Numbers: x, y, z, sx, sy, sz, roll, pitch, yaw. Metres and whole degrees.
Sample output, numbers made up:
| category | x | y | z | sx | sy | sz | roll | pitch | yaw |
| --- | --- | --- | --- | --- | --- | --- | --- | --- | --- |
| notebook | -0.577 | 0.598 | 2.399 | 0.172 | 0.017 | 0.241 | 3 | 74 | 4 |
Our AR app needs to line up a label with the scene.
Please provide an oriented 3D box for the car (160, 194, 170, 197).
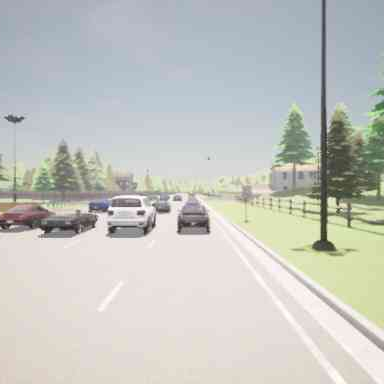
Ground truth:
| category | x | y | z | sx | sy | sz | roll | pitch | yaw |
| --- | --- | --- | --- | --- | --- | --- | --- | --- | --- |
| car | -7.009 | 1.577 | 80.058 | 2.128 | 1.511 | 4.902 | 0 | 0 | 0 |

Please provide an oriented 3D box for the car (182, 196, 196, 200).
| category | x | y | z | sx | sy | sz | roll | pitch | yaw |
| --- | --- | --- | --- | --- | --- | --- | --- | --- | --- |
| car | 0.082 | 1.554 | 37.860 | 1.812 | 1.442 | 4.674 | 0 | 0 | 0 |

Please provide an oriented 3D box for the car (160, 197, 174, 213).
| category | x | y | z | sx | sy | sz | roll | pitch | yaw |
| --- | --- | --- | --- | --- | --- | --- | --- | --- | --- |
| car | -3.404 | 1.592 | 37.384 | 1.994 | 1.385 | 4.181 | 0 | 0 | 0 |

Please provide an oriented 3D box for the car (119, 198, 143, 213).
| category | x | y | z | sx | sy | sz | roll | pitch | yaw |
| --- | --- | --- | --- | --- | --- | --- | --- | --- | --- |
| car | -6.903 | 1.507 | 38.359 | 1.882 | 1.535 | 5.008 | 0 | 0 | 0 |

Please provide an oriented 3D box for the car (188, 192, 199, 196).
| category | x | y | z | sx | sy | sz | roll | pitch | yaw |
| --- | --- | --- | --- | --- | --- | --- | --- | --- | --- |
| car | -0.010 | 1.409 | 80.445 | 2.097 | 1.767 | 4.553 | 0 | 0 | 0 |

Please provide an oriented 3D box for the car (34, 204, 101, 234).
| category | x | y | z | sx | sy | sz | roll | pitch | yaw |
| --- | --- | --- | --- | --- | --- | --- | --- | --- | --- |
| car | -6.901 | 1.615 | 19.178 | 1.895 | 1.301 | 4.718 | 0 | 0 | 0 |

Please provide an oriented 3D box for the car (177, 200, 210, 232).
| category | x | y | z | sx | sy | sz | roll | pitch | yaw |
| --- | --- | --- | --- | --- | --- | --- | --- | --- | --- |
| car | 0.098 | 1.507 | 20.331 | 2.128 | 1.511 | 4.902 | 0 | 0 | 0 |

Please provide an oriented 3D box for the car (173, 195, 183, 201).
| category | x | y | z | sx | sy | sz | roll | pitch | yaw |
| --- | --- | --- | --- | --- | --- | --- | --- | --- | --- |
| car | -3.510 | 1.409 | 80.445 | 2.097 | 1.767 | 4.553 | 0 | 0 | 0 |

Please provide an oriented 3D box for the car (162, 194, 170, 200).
| category | x | y | z | sx | sy | sz | roll | pitch | yaw |
| --- | --- | --- | --- | --- | --- | --- | --- | --- | --- |
| car | -7.011 | 1.401 | 90.478 | 1.837 | 1.490 | 4.892 | 0 | 0 | 0 |

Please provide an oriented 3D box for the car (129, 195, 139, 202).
| category | x | y | z | sx | sy | sz | roll | pitch | yaw |
| --- | --- | --- | --- | --- | --- | --- | --- | --- | --- |
| car | -14.010 | 1.577 | 80.474 | 1.812 | 1.442 | 4.674 | 0 | 0 | 0 |

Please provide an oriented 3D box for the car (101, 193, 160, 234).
| category | x | y | z | sx | sy | sz | roll | pitch | yaw |
| --- | --- | --- | --- | --- | --- | --- | --- | --- | --- |
| car | -3.402 | 1.236 | 19.579 | 2.150 | 2.045 | 5.566 | 0 | 0 | 0 |

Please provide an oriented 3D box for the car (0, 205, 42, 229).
| category | x | y | z | sx | sy | sz | roll | pitch | yaw |
| --- | --- | --- | --- | --- | --- | --- | --- | --- | --- |
| car | -10.417 | 1.542 | 21.381 | 1.812 | 1.442 | 4.674 | 0 | 0 | 0 |

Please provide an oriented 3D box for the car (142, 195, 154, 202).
| category | x | y | z | sx | sy | sz | roll | pitch | yaw |
| --- | --- | --- | --- | --- | --- | --- | --- | --- | --- |
| car | -10.509 | 1.577 | 80.057 | 2.128 | 1.511 | 4.902 | 0 | 0 | 0 |

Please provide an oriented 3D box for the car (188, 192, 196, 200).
| category | x | y | z | sx | sy | sz | roll | pitch | yaw |
| --- | --- | --- | --- | --- | --- | --- | --- | --- | --- |
| car | -0.011 | 1.126 | 90.509 | 2.150 | 2.045 | 5.566 | 0 | 0 | 0 |

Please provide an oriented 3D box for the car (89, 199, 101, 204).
| category | x | y | z | sx | sy | sz | roll | pitch | yaw |
| --- | --- | --- | --- | --- | --- | --- | --- | --- | --- |
| car | -10.404 | 1.507 | 38.360 | 1.882 | 1.535 | 5.008 | 0 | 0 | 0 |

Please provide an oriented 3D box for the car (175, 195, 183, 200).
| category | x | y | z | sx | sy | sz | roll | pitch | yaw |
| --- | --- | --- | --- | --- | --- | --- | --- | --- | --- |
| car | -3.511 | 1.441 | 90.478 | 2.033 | 1.411 | 5.357 | 0 | 0 | 0 |

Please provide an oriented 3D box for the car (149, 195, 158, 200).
| category | x | y | z | sx | sy | sz | roll | pitch | yaw |
| --- | --- | --- | --- | --- | --- | --- | --- | --- | --- |
| car | -10.511 | 1.453 | 90.477 | 1.994 | 1.385 | 4.181 | 0 | 0 | 0 |
